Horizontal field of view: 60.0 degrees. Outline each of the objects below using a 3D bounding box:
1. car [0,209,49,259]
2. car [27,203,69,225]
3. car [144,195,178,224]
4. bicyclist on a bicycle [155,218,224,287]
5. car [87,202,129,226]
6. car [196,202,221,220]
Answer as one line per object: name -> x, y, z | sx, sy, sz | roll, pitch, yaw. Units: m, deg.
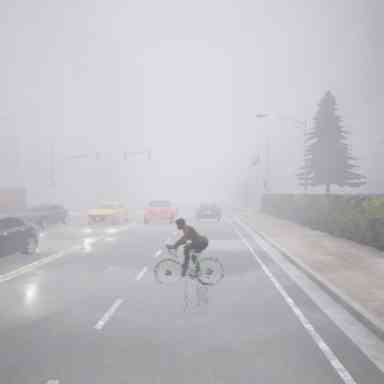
car -> -6.670, 1.505, 10.473 | 1.837, 1.490, 4.892 | 0, 0, 3
car -> -9.603, 1.503, 21.479 | 1.837, 1.490, 4.892 | 0, 0, 3
car -> -2.255, 1.352, 25.235 | 2.097, 1.767, 4.553 | 0, 0, 3
bicyclist on a bicycle -> -0.084, 1.449, 7.881 | 1.656, 1.620, 0.582 | -2, 0, 3
car -> -5.934, 1.477, 23.942 | 1.882, 1.535, 5.008 | 0, 0, 3
car -> 1.390, 1.563, 28.068 | 1.994, 1.385, 4.181 | 0, 0, 3
